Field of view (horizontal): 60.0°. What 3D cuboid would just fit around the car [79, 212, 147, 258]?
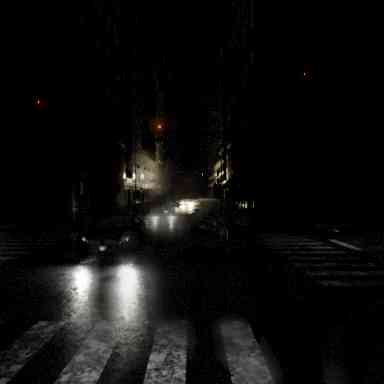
[{"bbox_3d":[-2.855,1.524,12.922,1.812,1.442,4.674,0,0,0],"label":"car"}]

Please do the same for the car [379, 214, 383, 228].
[{"bbox_3d":[12.342,1.282,16.851,5.009,1.841,2.192,0,0,0],"label":"car"}]

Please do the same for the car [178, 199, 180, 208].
[{"bbox_3d":[-2.860,1.328,48.793,2.097,1.767,4.553,0,0,0],"label":"car"}]

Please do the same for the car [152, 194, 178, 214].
[{"bbox_3d":[-2.869,1.211,35.079,2.150,2.045,5.566,0,0,-1],"label":"car"}]
